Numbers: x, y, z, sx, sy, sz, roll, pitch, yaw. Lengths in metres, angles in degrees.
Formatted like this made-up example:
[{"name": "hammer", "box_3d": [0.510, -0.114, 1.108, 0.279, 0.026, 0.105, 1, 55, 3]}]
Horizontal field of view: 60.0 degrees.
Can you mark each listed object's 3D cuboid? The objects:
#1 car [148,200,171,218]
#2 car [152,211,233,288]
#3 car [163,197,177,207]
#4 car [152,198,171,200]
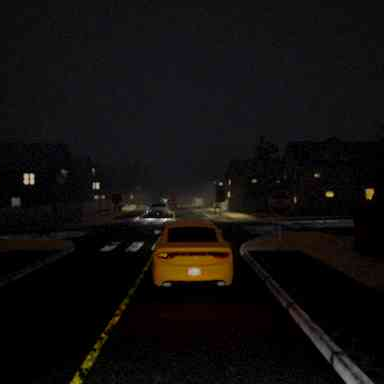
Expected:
[{"name": "car", "box_3d": [-3.356, 1.806, 33.756, 1.812, 1.442, 4.674, 0, -1, -3]}, {"name": "car", "box_3d": [-0.064, 1.536, 9.474, 1.882, 1.535, 5.008, 0, 0, -3]}, {"name": "car", "box_3d": [-3.965, 2.151, 64.198, 1.837, 1.490, 4.892, 0, -1, -10]}, {"name": "car", "box_3d": [-4.470, 1.995, 47.284, 1.994, 1.385, 4.181, 0, -1, -6]}]
